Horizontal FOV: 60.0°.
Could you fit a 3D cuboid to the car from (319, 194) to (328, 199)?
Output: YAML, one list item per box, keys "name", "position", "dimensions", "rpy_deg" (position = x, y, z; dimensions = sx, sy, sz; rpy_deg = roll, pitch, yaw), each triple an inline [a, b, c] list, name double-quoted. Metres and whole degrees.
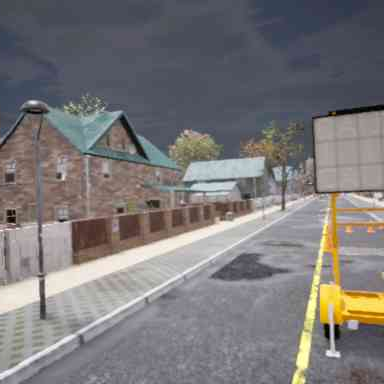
- name: "car"
  position: [31.680, 0.939, 79.975]
  dimensions: [2.128, 1.511, 4.902]
  rpy_deg: [-3, -1, 23]

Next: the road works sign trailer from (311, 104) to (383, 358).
- name: "road works sign trailer"
  position: [3.296, 0.383, 5.418]
  dimensions: [2.380, 3.560, 2.880]
  rpy_deg: [-3, -1, 23]
